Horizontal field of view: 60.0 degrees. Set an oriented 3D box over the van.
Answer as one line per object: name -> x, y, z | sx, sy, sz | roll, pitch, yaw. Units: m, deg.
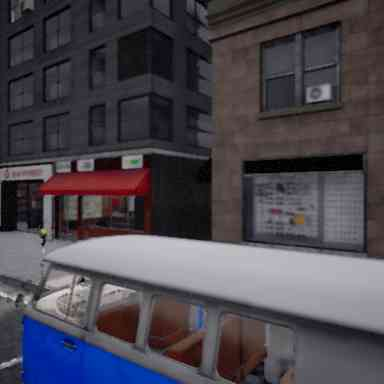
van -> 0.242, 1.342, 2.635 | 3.998, 1.788, 1.690 | 0, 0, 36
